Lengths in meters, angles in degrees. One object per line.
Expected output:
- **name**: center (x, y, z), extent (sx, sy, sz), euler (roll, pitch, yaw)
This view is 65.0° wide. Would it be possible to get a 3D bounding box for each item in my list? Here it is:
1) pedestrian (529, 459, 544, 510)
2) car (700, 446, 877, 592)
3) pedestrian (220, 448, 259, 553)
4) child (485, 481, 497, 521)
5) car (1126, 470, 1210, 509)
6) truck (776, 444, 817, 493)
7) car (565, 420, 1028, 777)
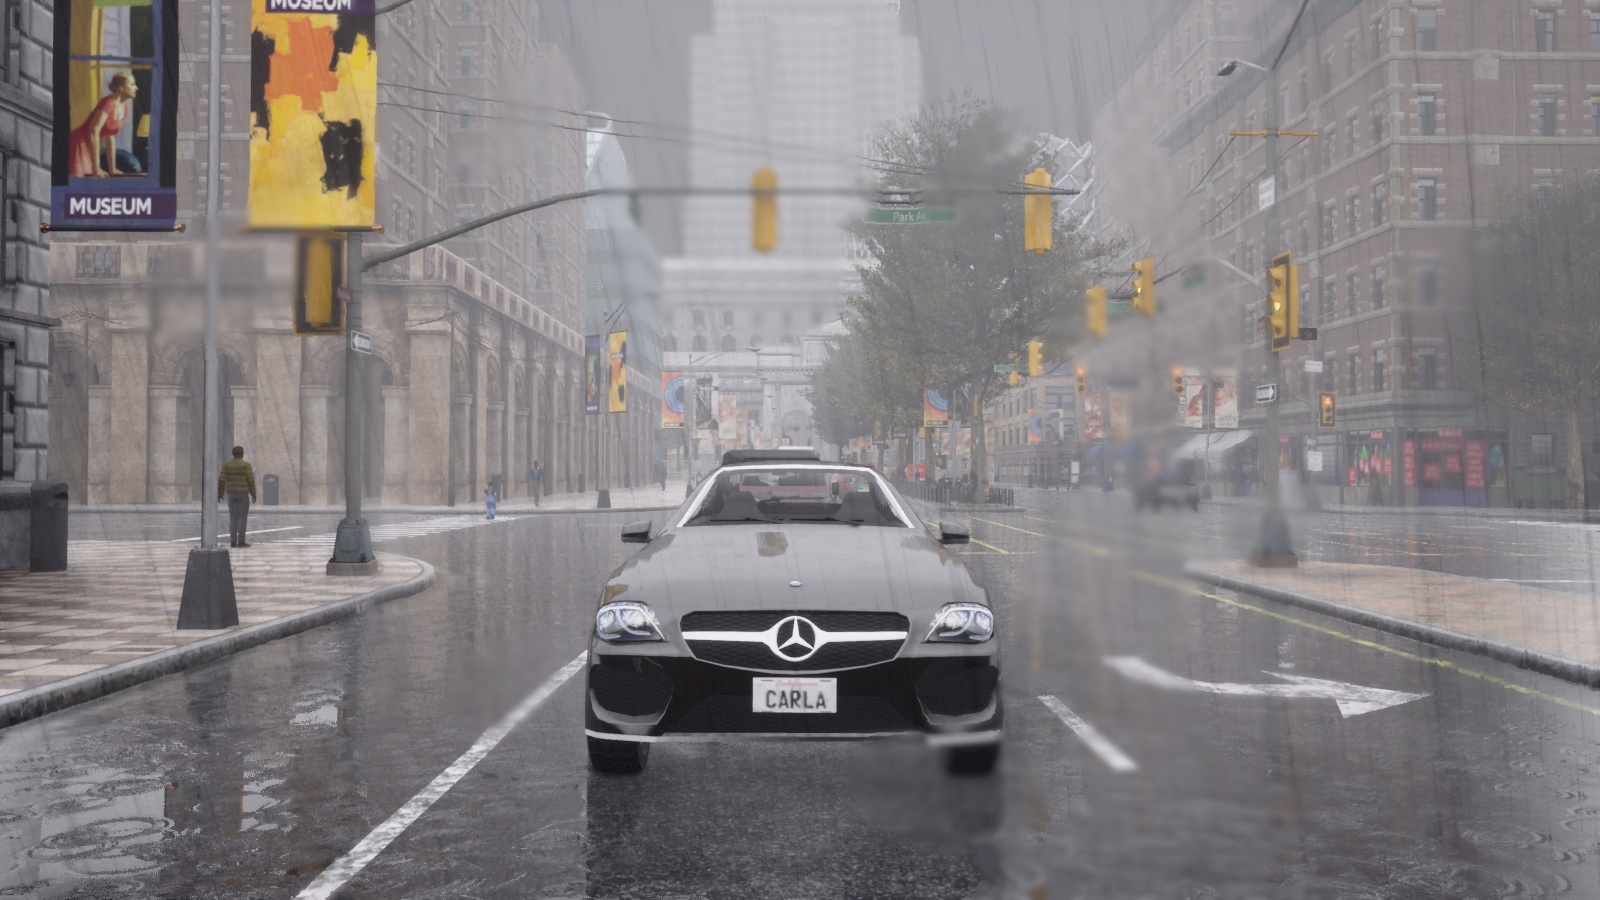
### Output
- **pedestrian**: center (-10.111, 1.320, 48.229), extent (0.423, 1.949, 0.788), euler (0, -1, 0)
- **car**: center (-0.294, 0.918, 18.273), extent (1.905, 1.878, 3.866), euler (0, -1, -11)
- **pedestrian**: center (-9.985, 0.886, 22.381), extent (0.370, 1.835, 0.726), euler (0, -1, 1)
- **child**: center (-9.734, 1.602, 39.577), extent (0.270, 1.263, 0.437), euler (0, -1, 2)
- **car**: center (14.839, 1.565, 50.950), extent (2.128, 1.511, 4.902), euler (0, -1, 2)
- **truck**: center (-0.262, 1.381, 92.350), extent (2.891, 3.462, 7.936), euler (0, -1, 0)
- **car**: center (-0.025, 0.733, 8.363), extent (2.152, 1.651, 5.027), euler (0, -1, 0)
